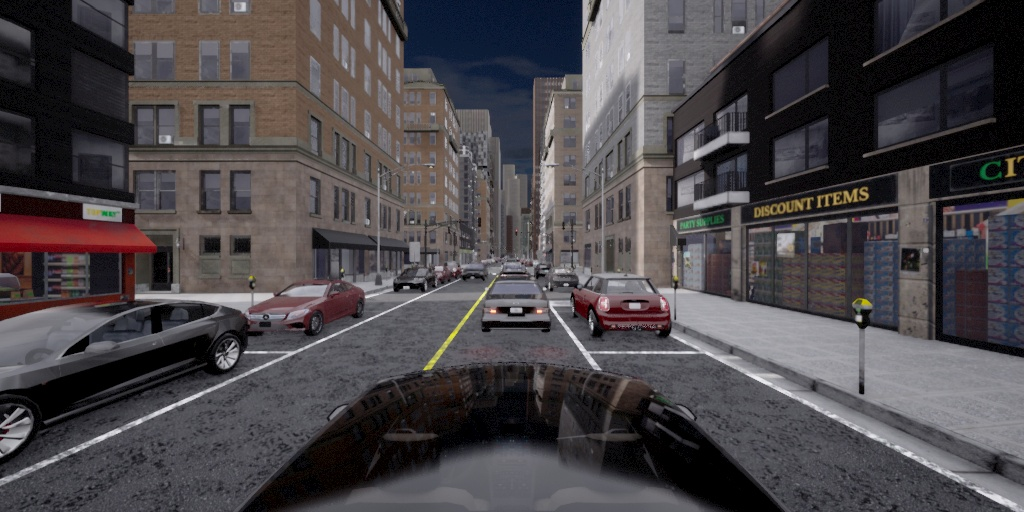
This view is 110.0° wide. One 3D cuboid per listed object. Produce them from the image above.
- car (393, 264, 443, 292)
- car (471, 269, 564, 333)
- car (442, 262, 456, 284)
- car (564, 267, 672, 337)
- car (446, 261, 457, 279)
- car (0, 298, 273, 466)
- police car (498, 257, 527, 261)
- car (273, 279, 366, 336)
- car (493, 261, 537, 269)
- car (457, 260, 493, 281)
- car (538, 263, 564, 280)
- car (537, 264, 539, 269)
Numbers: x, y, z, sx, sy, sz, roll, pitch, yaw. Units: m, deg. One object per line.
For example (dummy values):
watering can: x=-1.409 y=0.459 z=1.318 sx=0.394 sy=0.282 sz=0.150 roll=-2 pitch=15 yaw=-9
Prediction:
car: x=-5.631 y=1.315 z=21.317 sx=1.948 sy=1.339 sz=4.313 roll=0 pitch=0 yaw=0
car: x=0.113 y=1.297 z=10.769 sx=2.033 sy=1.411 sz=5.357 roll=0 pitch=0 yaw=0
car: x=-5.620 y=1.332 z=26.818 sx=1.802 sy=1.307 sz=4.207 roll=0 pitch=0 yaw=0
car: x=2.872 y=1.189 z=10.297 sx=1.967 sy=1.591 sz=4.097 roll=0 pitch=0 yaw=0
car: x=-5.609 y=1.191 z=32.320 sx=1.967 sy=1.591 sz=4.097 roll=0 pitch=0 yaw=0
car: x=-5.665 y=1.315 z=4.813 sx=1.948 sy=1.339 sz=4.313 roll=0 pitch=0 yaw=0
police car: x=0.057 y=1.176 z=31.311 sx=1.930 sy=1.638 sz=5.238 roll=0 pitch=0 yaw=0
car: x=-5.654 y=1.331 z=10.315 sx=1.802 sy=1.307 sz=4.207 roll=0 pitch=0 yaw=0
car: x=0.136 y=1.241 z=21.291 sx=2.128 sy=1.511 sz=4.902 roll=0 pitch=0 yaw=0
car: x=-2.975 y=1.299 z=29.913 sx=2.033 sy=1.411 sz=5.357 roll=0 pitch=0 yaw=1
car: x=2.894 y=1.300 z=21.299 sx=2.007 sy=1.370 sz=4.403 roll=0 pitch=0 yaw=0
car: x=2.917 y=1.317 z=32.302 sx=1.948 sy=1.339 sz=4.313 roll=0 pitch=0 yaw=0
